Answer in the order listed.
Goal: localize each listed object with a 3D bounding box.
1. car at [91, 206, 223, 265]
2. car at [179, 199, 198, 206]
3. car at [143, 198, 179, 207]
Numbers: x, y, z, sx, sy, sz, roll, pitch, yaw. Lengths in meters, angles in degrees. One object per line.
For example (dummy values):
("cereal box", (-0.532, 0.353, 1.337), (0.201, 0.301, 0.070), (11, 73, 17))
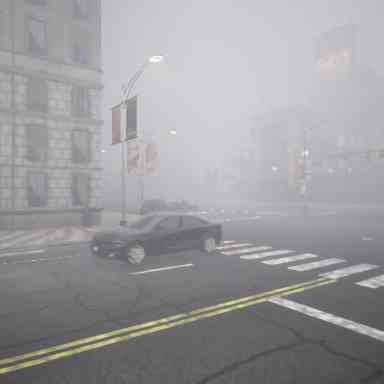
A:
("car", (-1.066, 1.478, 11.881), (5.008, 1.535, 1.882), (0, 1, -41))
("car", (-0.968, 1.564, 38.883), (1.994, 1.385, 4.181), (0, 0, -36))
("car", (-3.793, 1.504, 36.816), (1.837, 1.490, 4.892), (0, 0, -36))
